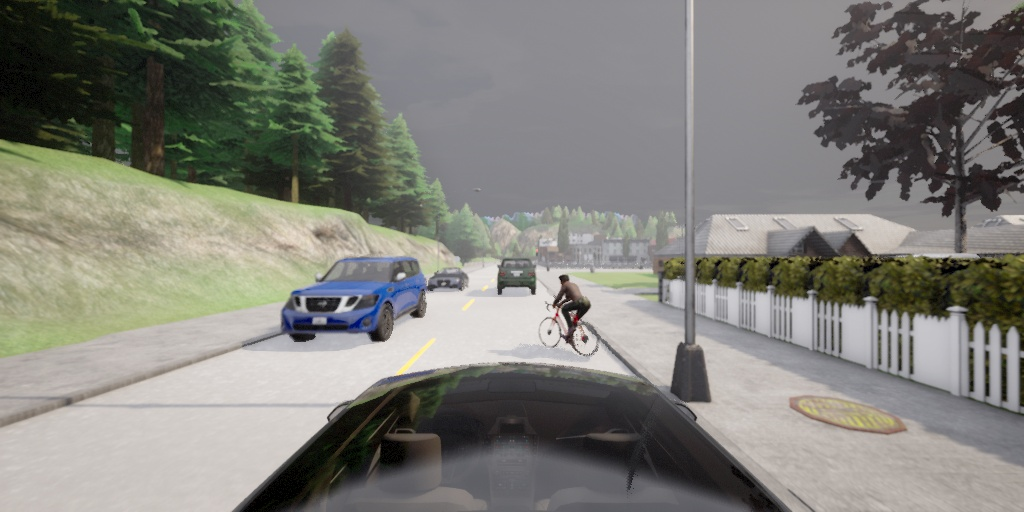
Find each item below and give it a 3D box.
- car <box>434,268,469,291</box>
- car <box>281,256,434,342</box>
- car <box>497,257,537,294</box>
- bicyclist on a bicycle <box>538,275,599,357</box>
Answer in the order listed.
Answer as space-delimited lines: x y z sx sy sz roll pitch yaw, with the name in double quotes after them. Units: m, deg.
-3.887 1.436 22.636 1.994 1.385 4.181 0 0 1 "car"
-4.025 1.020 10.316 2.150 2.045 5.566 0 0 1 "car"
0.278 1.088 21.395 2.150 2.045 5.566 0 0 1 "car"
1.173 1.219 7.559 0.582 1.620 1.656 8 -5 -40 "bicyclist on a bicycle"
